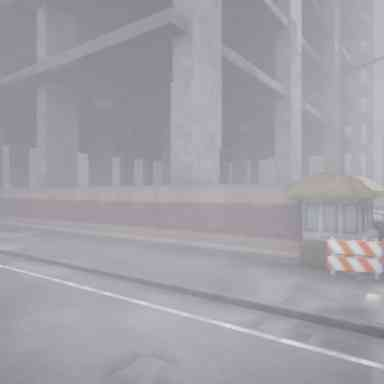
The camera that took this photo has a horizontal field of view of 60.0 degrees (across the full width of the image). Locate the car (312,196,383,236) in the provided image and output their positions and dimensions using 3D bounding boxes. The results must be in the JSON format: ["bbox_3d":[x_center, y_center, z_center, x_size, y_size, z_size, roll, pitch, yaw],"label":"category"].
[{"bbox_3d":[8.568,1.170,17.440,3.866,1.878,1.905,0,0,36],"label":"car"}]

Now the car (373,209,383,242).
[{"bbox_3d":[6.845,1.170,15.056,3.866,1.878,1.905,0,0,36],"label":"car"}]
